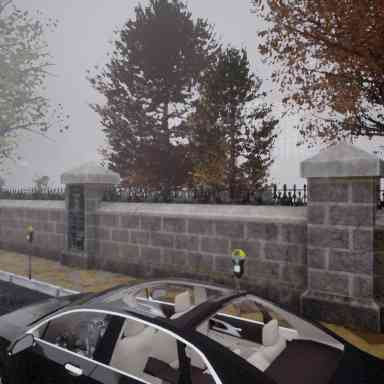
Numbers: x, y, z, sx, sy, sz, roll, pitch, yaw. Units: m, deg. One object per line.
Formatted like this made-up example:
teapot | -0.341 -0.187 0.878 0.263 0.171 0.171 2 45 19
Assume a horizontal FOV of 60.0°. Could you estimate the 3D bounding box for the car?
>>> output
car | -0.428 1.551 3.183 4.403 1.369 2.008 0 0 36
